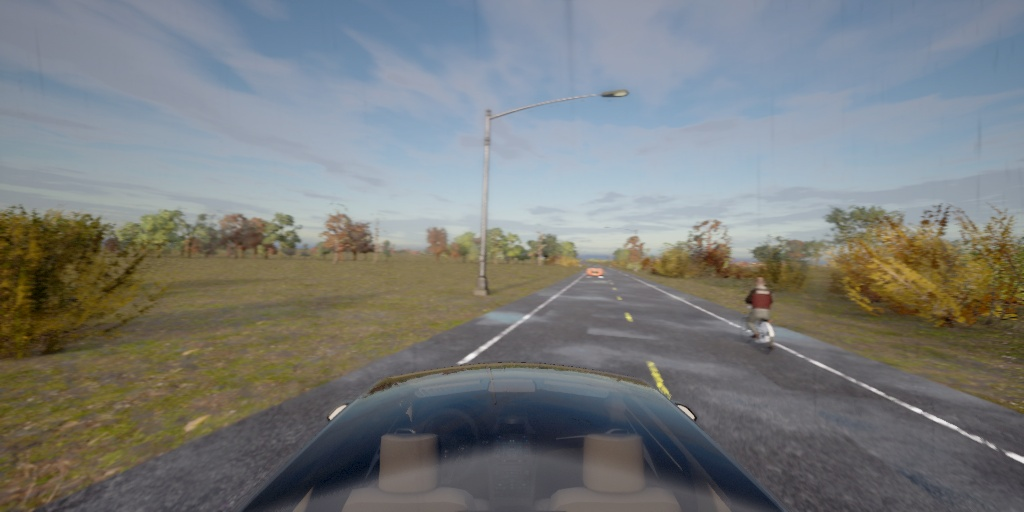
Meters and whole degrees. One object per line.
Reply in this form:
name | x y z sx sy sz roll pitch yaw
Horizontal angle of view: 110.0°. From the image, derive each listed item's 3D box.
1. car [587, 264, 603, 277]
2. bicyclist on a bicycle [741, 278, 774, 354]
car | 12.216 2.062 52.810 2.097 1.767 4.553 2 -1 14
bicyclist on a bicycle | 6.021 1.410 8.868 0.659 1.776 1.843 2 0 14
